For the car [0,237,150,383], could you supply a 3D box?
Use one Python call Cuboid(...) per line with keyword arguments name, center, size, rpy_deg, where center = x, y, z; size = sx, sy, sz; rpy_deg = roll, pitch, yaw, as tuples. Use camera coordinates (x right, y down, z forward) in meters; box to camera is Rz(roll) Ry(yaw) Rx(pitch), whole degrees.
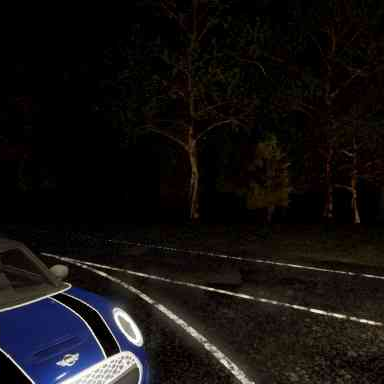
Cuboid(name="car", center=(-2.634, 1.338, 3.757), size=(4.553, 1.767, 2.097), rpy_deg=(1, 0, 35))
